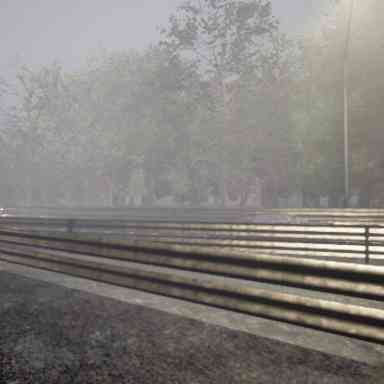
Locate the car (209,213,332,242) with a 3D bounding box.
[{"bbox_3d":[3.533,1.661,15.187,5.357,1.411,2.033,-1,0,21],"label":"car"}]
